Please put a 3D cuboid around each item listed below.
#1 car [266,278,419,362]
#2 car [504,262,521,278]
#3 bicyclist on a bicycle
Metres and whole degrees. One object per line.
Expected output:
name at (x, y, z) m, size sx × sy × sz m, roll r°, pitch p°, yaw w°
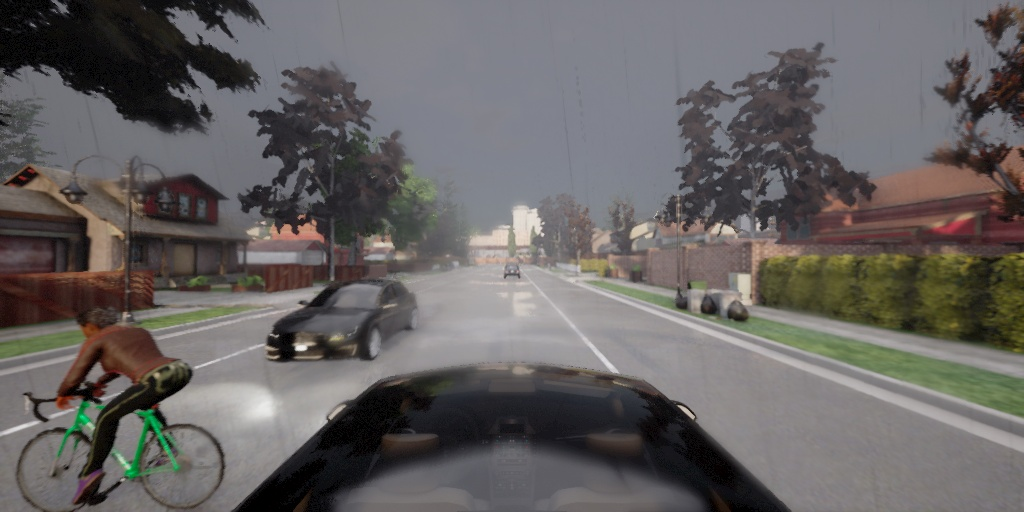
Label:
car at (-3.593, 1.333, 8.550) m, size 1.837 × 1.490 × 4.892 m, roll 0°, pitch 0°, yaw 0°
car at (0.032, 1.723, 40.165) m, size 2.033 × 1.411 × 5.357 m, roll 0°, pitch -1°, yaw 0°
bicyclist on a bicycle at (-3.099, 1.219, 2.834) m, size 1.656 × 1.620 × 0.582 m, roll -2°, pitch -1°, yaw 0°
